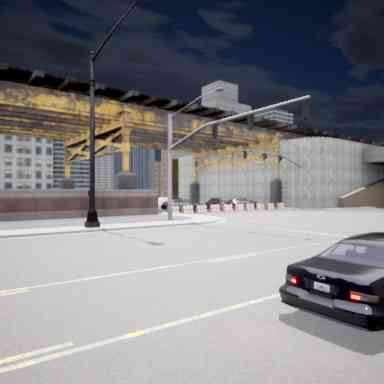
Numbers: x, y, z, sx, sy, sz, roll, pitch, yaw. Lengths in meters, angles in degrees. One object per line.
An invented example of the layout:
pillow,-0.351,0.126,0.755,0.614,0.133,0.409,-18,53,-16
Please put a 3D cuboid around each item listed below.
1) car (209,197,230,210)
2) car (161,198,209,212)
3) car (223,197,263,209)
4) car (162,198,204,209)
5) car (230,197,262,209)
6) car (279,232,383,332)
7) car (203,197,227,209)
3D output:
car,2.834,1.449,40.508,2.038,1.542,4.974,0,0,18
car,-0.911,1.450,37.823,4.974,1.542,2.038,0,0,8
car,6.744,1.449,44.268,4.974,1.542,2.038,0,0,-7
car,-0.962,1.292,37.830,4.536,1.218,1.853,0,0,8
car,6.693,1.291,44.262,4.536,1.218,1.853,0,0,-7
car,4.098,1.547,6.701,5.357,1.411,2.033,0,0,-35
car,2.850,1.292,40.558,1.853,1.218,4.536,0,0,18
